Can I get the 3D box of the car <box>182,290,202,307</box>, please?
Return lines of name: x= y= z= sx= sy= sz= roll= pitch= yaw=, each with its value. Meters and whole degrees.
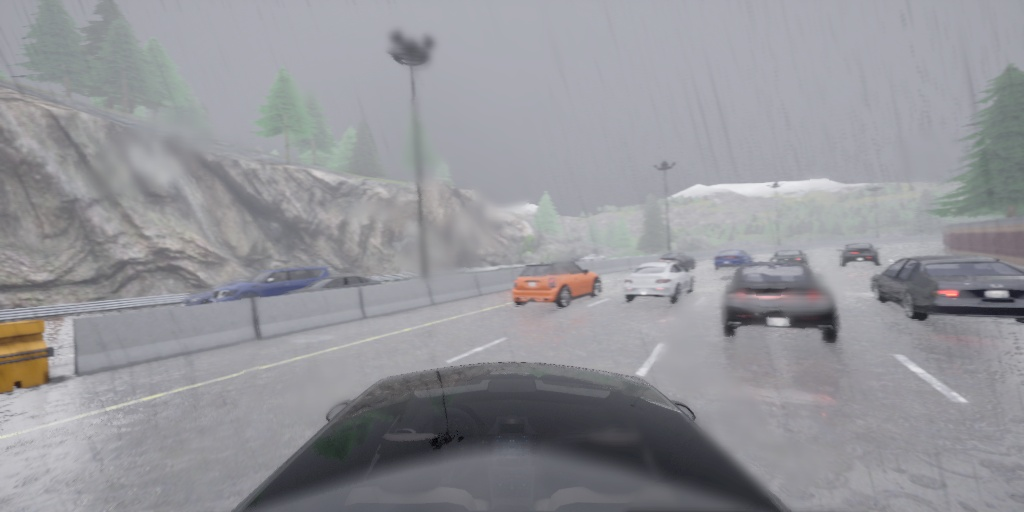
car: x=-15.592 y=2.191 z=20.327 sx=1.812 sy=1.442 sz=4.674 roll=-3 pitch=0 yaw=34

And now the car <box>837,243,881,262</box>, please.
car: x=23.920 y=-0.141 z=24.712 sx=1.837 sy=1.490 sz=4.892 roll=-4 pitch=0 yaw=44

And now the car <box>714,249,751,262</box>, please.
car: x=17.221 y=0.224 z=27.835 sx=1.882 sy=1.535 sz=5.008 roll=-4 pitch=0 yaw=43

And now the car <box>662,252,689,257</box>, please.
car: x=13.159 y=0.476 z=28.585 sx=2.128 sy=1.511 sz=4.902 roll=-3 pitch=0 yaw=42

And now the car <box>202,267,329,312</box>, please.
car: x=-12.336 y=1.694 z=18.970 sx=2.150 sy=2.045 sz=5.566 roll=-3 pitch=0 yaw=34

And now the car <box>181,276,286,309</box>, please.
car: x=-17.837 y=2.289 z=23.229 sx=2.128 sy=1.511 sz=4.902 roll=-3 pitch=0 yaw=34

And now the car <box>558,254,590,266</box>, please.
car: x=9.459 y=0.538 z=54.655 sx=4.902 sy=1.511 sz=2.128 roll=-3 pitch=0 yaw=-42

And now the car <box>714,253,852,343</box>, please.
car: x=6.083 y=0.886 z=8.396 sx=2.128 sy=1.511 sz=4.902 roll=-3 pitch=0 yaw=34

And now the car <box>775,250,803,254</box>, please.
car: x=19.771 y=0.198 z=25.475 sx=1.895 sy=1.301 sz=4.718 roll=-3 pitch=0 yaw=43

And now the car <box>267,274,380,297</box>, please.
car: x=-8.847 y=1.775 z=17.832 sx=1.837 sy=1.490 sz=4.892 roll=-4 pitch=0 yaw=34

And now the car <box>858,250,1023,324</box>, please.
car: x=10.581 y=0.679 z=8.818 sx=2.033 sy=1.411 sz=5.357 roll=-3 pitch=0 yaw=35

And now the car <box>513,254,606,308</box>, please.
car: x=1.971 y=0.988 z=14.725 sx=2.097 sy=1.767 sz=4.553 roll=-3 pitch=0 yaw=35

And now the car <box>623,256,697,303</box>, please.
car: x=5.822 y=0.936 z=14.107 sx=1.812 sy=1.442 sz=4.674 roll=-3 pitch=0 yaw=36

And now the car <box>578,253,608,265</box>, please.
car: x=11.777 y=0.401 z=52.037 sx=4.674 sy=1.442 sz=1.812 roll=-3 pitch=0 yaw=-42
